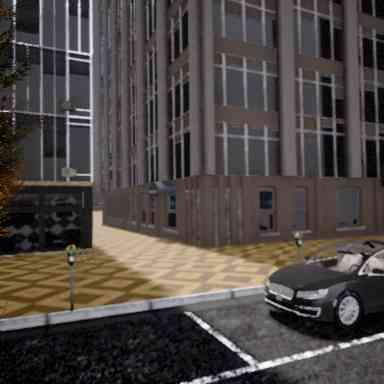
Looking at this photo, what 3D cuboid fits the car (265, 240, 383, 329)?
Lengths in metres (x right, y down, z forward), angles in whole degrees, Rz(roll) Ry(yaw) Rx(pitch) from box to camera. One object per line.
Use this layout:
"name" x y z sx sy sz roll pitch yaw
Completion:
"car" 3.610 1.745 7.086 4.403 1.369 2.008 0 -2 -24
